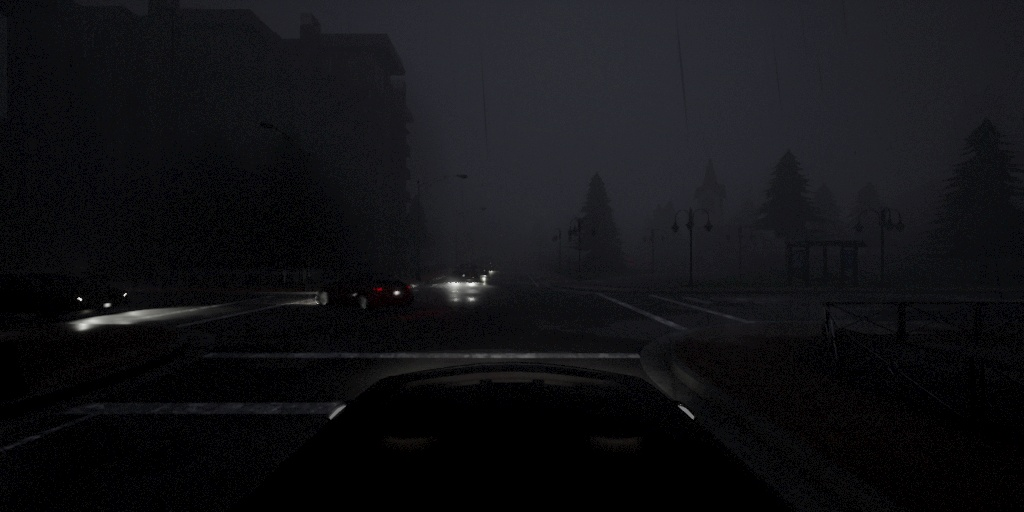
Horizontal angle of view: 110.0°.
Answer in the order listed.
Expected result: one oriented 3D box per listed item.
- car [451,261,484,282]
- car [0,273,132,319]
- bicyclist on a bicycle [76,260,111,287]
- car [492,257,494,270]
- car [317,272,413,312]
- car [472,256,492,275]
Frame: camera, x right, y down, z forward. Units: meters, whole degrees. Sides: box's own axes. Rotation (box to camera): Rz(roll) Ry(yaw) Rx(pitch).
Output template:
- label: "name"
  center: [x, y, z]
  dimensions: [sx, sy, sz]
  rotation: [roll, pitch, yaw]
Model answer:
- label: "car"
  center: [-3.649, 1.305, 28.978]
  dimensions: [1.994, 1.385, 4.181]
  rotation: [0, 0, 0]
- label: "car"
  center: [-16.621, 1.309, 12.336]
  dimensions: [5.357, 1.411, 2.033]
  rotation: [0, 0, -1]
- label: "bicyclist on a bicycle"
  center: [-23.013, 1.060, 19.741]
  dimensions: [0.582, 1.620, 1.656]
  rotation: [0, 0, -1]
- label: "car"
  center: [-3.677, 0.956, 50.726]
  dimensions: [2.150, 2.045, 5.566]
  rotation: [0, 0, 0]
- label: "car"
  center: [-5.857, 1.312, 14.212]
  dimensions: [4.181, 1.385, 1.994]
  rotation: [0, 0, 35]
- label: "car"
  center: [-3.672, 1.090, 39.099]
  dimensions: [2.097, 1.767, 4.553]
  rotation: [0, 0, 0]
